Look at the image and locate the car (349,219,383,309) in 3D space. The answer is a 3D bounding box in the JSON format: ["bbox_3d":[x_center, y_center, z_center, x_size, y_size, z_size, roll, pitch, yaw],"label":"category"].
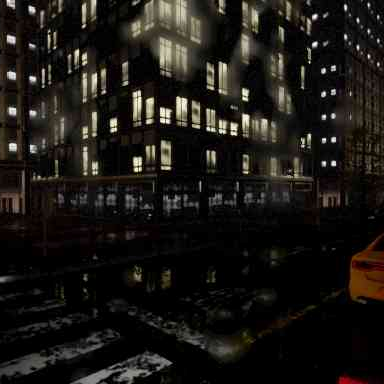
[{"bbox_3d":[5.055,1.470,7.070,1.882,1.535,5.008,0,0,45],"label":"car"}]

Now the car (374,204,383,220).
[{"bbox_3d":[15.563,1.405,25.652,1.967,1.590,4.097,-1,0,45],"label":"car"}]
